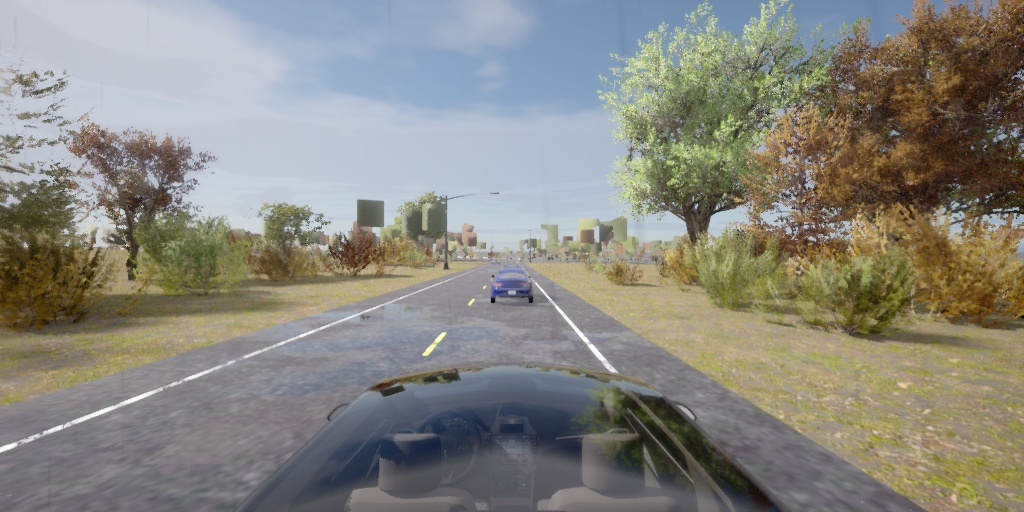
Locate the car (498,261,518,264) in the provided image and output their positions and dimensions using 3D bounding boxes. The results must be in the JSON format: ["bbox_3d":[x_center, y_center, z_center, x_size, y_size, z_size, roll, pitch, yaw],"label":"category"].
[{"bbox_3d":[0.000,1.322,31.501,1.994,1.385,4.181,0,0,0],"label":"car"}]

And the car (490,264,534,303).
[{"bbox_3d":[0.000,1.282,16.501,1.812,1.442,4.674,0,0,0],"label":"car"}]
